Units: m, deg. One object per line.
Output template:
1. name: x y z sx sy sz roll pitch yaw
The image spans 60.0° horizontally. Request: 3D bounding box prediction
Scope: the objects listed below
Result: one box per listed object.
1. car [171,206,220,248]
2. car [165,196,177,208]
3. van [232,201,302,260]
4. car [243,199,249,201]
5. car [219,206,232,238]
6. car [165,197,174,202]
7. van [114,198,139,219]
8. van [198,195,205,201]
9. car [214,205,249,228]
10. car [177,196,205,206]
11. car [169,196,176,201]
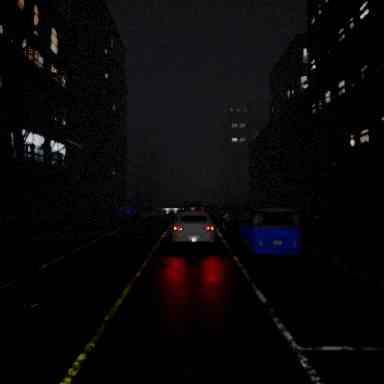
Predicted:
1. car: 0.079 1.569 14.871 1.812 1.442 4.674 0 0 0
2. car: -3.042 1.717 51.302 2.033 1.411 5.357 0 0 1
3. van: 2.697 1.376 12.306 1.690 1.788 3.998 0 0 0
4. car: 13.472 1.857 72.016 5.009 1.841 2.192 1 -1 -1
5. car: 2.697 1.618 17.966 1.947 1.339 4.313 0 0 0
6. car: -5.680 1.882 84.340 1.947 1.339 4.313 0 0 0
7. van: -5.682 1.430 29.291 1.690 1.788 3.998 0 0 0
8. van: 2.702 1.713 95.601 1.690 1.788 3.998 0 0 0
9. car: 2.697 1.636 23.629 1.947 1.339 4.313 0 0 0
10. car: 0.072 1.439 28.967 2.097 1.767 4.553 0 0 0
11. car: -5.679 1.915 95.434 1.752 1.417 4.829 0 0 0
